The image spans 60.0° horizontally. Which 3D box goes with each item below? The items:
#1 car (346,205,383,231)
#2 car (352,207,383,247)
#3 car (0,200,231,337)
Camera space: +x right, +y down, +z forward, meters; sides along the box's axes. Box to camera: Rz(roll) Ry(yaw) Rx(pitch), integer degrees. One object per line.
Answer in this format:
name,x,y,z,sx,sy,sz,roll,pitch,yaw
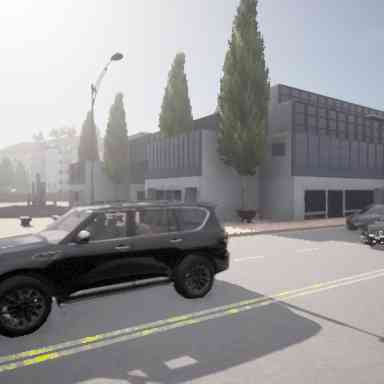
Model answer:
car,10.876,1.506,19.136,4.892,1.490,1.837,1,0,-32
car,9.072,1.506,13.883,4.892,1.490,1.837,1,0,-32
car,-1.742,1.221,6.986,5.566,2.045,2.150,0,0,-33
